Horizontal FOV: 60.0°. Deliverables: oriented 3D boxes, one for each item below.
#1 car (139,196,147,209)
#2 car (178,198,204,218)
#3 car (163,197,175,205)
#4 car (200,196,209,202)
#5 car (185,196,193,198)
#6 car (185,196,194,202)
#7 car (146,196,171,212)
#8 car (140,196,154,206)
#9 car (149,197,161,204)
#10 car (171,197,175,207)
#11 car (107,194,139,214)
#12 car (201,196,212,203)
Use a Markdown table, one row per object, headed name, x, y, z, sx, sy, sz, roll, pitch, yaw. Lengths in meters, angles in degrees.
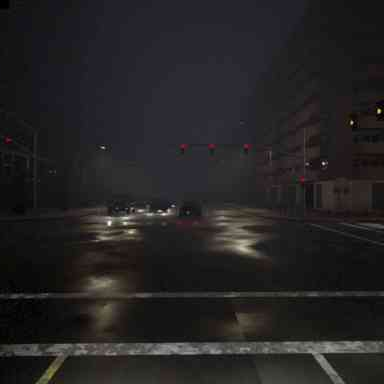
| name | x | y | z | sx | sy | sz | roll | pitch | yaw |
| --- | --- | --- | --- | --- | --- | --- | --- | --- | --- |
| car | -7.386 | 1.477 | 45.076 | 1.882 | 1.535 | 5.008 | 0 | 0 | 0 |
| car | -0.134 | 1.525 | 30.014 | 1.812 | 1.442 | 4.674 | 0 | 0 | 4 |
| car | -3.961 | 1.564 | 58.130 | 1.994 | 1.385 | 4.181 | 0 | 0 | -1 |
| car | 2.979 | 1.591 | 78.391 | 1.895 | 1.301 | 4.718 | 0 | 0 | 0 |
| car | -0.451 | 1.525 | 68.026 | 1.812 | 1.442 | 4.674 | 0 | 0 | 0 |
| car | -0.521 | 1.548 | 78.336 | 1.994 | 1.385 | 4.181 | 0 | 0 | 0 |
| car | -3.839 | 1.478 | 38.627 | 1.882 | 1.535 | 5.008 | 0 | 0 | 0 |
| car | -7.447 | 1.505 | 55.388 | 1.837 | 1.490 | 4.892 | 0 | 0 | 0 |
| car | -7.466 | 1.601 | 67.147 | 1.895 | 1.301 | 4.718 | 0 | 0 | 0 |
| car | -3.902 | 1.491 | 48.115 | 2.128 | 1.511 | 4.902 | 0 | 0 | 0 |
| car | -7.317 | 1.221 | 35.073 | 2.150 | 2.045 | 5.566 | 0 | 0 | 0 |
| car | 3.046 | 1.564 | 68.447 | 1.994 | 1.385 | 4.181 | 0 | 0 | 0 |
